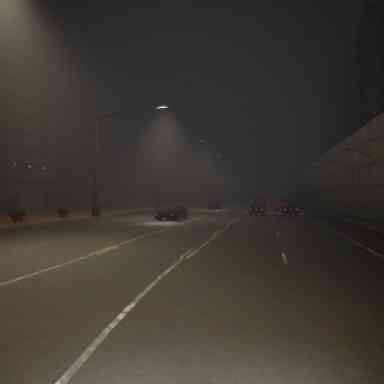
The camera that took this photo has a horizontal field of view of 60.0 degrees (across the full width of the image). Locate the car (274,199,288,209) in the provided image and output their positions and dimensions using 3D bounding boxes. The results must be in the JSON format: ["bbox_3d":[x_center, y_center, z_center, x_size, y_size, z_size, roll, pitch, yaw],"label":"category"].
[{"bbox_3d":[15.303,2.050,57.450,2.128,1.511,4.902,0,-1,13],"label":"car"}]

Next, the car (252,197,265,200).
[{"bbox_3d":[9.622,1.686,48.106,2.150,2.045,5.566,0,-1,13],"label":"car"}]

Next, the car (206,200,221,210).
[{"bbox_3d":[3.445,1.977,52.613,1.882,1.535,5.008,0,-1,13],"label":"car"}]

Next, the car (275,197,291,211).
[{"bbox_3d":[13.038,1.683,47.341,2.150,2.045,5.566,0,-1,13],"label":"car"}]

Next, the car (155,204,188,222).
[{"bbox_3d":[-1.716,1.827,29.972,2.033,1.411,5.357,0,-1,13],"label":"car"}]

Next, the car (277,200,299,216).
[{"bbox_3d":[10.810,1.908,36.924,2.033,1.411,5.357,0,-1,13],"label":"car"}]

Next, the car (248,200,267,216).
[{"bbox_3d":[7.405,1.912,37.785,2.033,1.411,5.357,0,-1,13],"label":"car"}]
